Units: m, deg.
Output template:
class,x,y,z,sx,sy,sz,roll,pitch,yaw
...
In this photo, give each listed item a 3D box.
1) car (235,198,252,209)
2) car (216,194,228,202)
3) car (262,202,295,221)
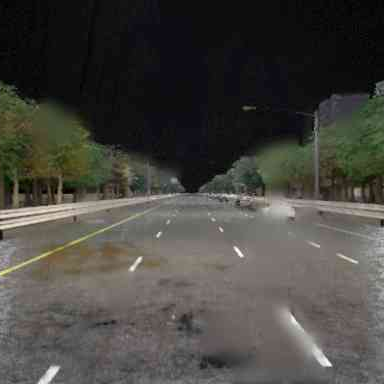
class,x,y,z,sx,sy,sz,roll,pitch,yaw
car,6.991,1.505,45.469,2.128,1.511,4.902,0,0,0
car,7.043,1.552,75.585,1.837,1.490,4.892,0,0,0
car,6.993,1.539,27.017,1.812,1.442,4.674,0,0,0
